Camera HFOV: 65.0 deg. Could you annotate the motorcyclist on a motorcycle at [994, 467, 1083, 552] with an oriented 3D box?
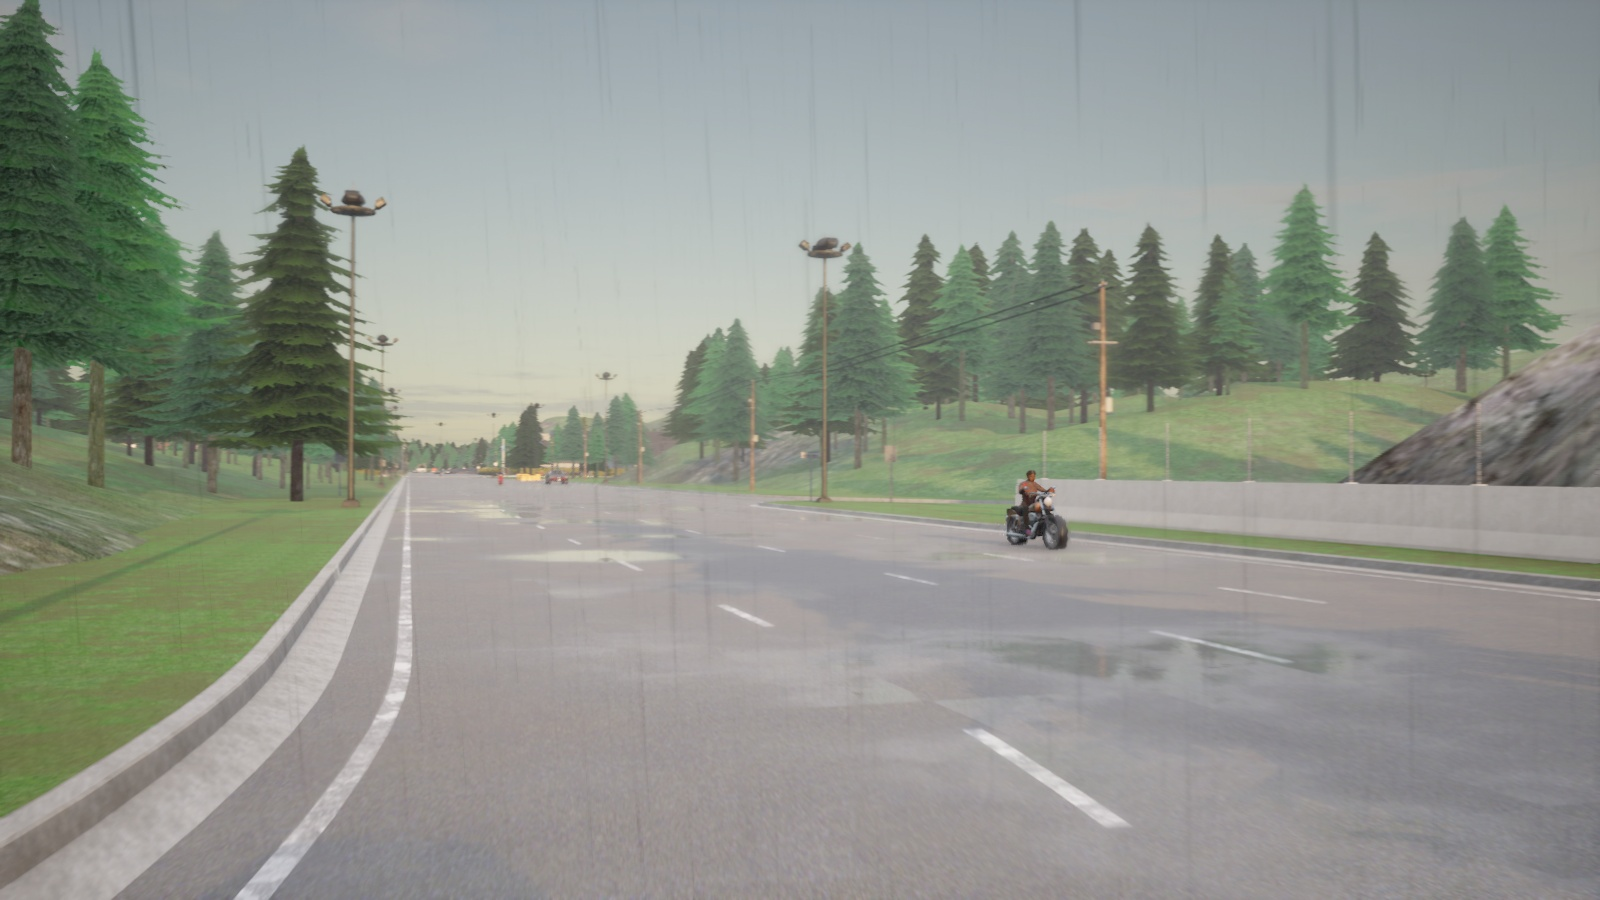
[{"bbox_3d":[4.820,1.169,25.562,0.766,1.649,2.350,0,-1,-17],"label":"motorcyclist on a motorcycle"}]
